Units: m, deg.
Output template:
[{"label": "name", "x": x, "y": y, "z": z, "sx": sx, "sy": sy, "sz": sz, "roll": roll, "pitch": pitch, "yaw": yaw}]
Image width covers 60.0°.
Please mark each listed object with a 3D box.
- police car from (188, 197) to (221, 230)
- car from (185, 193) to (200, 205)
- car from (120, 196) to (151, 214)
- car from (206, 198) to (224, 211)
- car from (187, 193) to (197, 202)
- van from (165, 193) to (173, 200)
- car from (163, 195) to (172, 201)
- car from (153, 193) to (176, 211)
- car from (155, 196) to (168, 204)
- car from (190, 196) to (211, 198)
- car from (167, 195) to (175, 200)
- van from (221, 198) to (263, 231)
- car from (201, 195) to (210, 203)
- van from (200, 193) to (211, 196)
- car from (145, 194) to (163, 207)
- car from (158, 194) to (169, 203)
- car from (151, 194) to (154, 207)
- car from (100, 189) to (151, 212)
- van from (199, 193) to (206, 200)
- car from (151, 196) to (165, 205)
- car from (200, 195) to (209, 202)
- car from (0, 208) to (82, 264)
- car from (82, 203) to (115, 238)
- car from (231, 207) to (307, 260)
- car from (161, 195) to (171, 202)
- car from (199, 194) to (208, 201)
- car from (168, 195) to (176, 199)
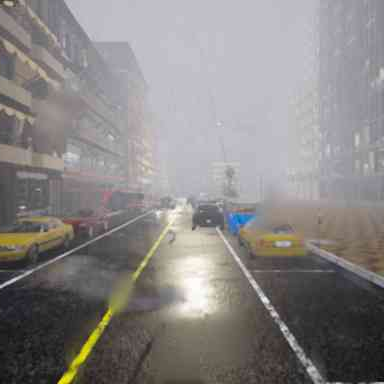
[{"label": "police car", "x": 0.905, "y": 1.370, "z": 20.578, "sx": 1.930, "sy": 1.638, "sz": 5.238, "roll": 0, "pitch": 0, "yaw": 0}, {"label": "car", "x": 0.014, "y": 1.383, "z": 54.856, "sx": 1.837, "sy": 1.490, "sz": 4.892, "roll": 0, "pitch": 0, "yaw": 0}, {"label": "car", "x": -5.687, "y": 1.461, "z": 34.052, "sx": 1.887, "sy": 1.381, "sz": 4.507, "roll": 0, "pitch": 0, "yaw": 0}, {"label": "car", "x": 2.694, "y": 1.430, "z": 39.746, "sx": 1.752, "sy": 1.417, "sz": 4.829, "roll": 0, "pitch": 0, "yaw": 0}, {"label": "car", "x": 0.019, "y": 1.085, "z": 70.482, "sx": 2.097, "sy": 1.767, "sz": 4.553, "roll": 0, "pitch": 0, "yaw": 0}, {"label": "van", "x": -5.677, "y": 1.184, "z": 83.792, "sx": 1.690, "sy": 1.788, "sz": 3.998, "roll": 0, "pitch": 0, "yaw": 0}, {"label": "car", "x": -5.677, "y": 1.392, "z": 78.265, "sx": 1.887, "sy": 1.381, "sz": 4.507, "roll": 0, "pitch": 0, "yaw": 0}, {"label": "car", "x": -3.078, "y": 1.255, "z": 39.933, "sx": 2.097, "sy": 1.767, "sz": 4.553, "roll": 0, "pitch": 0, "yaw": 0}, {"label": "car", "x": -5.680, "y": 1.418, "z": 61.686, "sx": 2.008, "sy": 1.369, "sz": 4.403, "roll": 0, "pitch": 0, "yaw": 0}, {"label": "car", "x": 0.907, "y": 1.429, "z": 30.468, "sx": 1.837, "sy": 1.490, "sz": 4.892, "roll": 0, "pitch": 0, "yaw": 0}, {"label": "car", "x": -5.675, "y": 1.420, "z": 89.318, "sx": 1.802, "sy": 1.307, "sz": 4.206, "roll": 0, "pitch": 0, "yaw": 0}, {"label": "van", "x": 2.688, "y": 1.293, "z": 17.469, "sx": 1.690, "sy": 1.788, "sz": 3.998, "roll": 0, "pitch": 0, "yaw": 0}, {"label": "car", "x": 2.701, "y": 1.385, "z": 67.379, "sx": 1.752, "sy": 1.417, "sz": 4.829, "roll": 0, "pitch": 0, "yaw": 0}, {"label": "van", "x": 2.698, "y": 1.208, "z": 61.683, "sx": 1.690, "sy": 1.788, "sz": 3.998, "roll": 0, "pitch": 0, "yaw": 0}, {"label": "car", "x": -5.685, "y": 1.200, "z": 50.631, "sx": 2.192, "sy": 1.841, "sz": 5.009, "roll": 0, "pitch": 0, "yaw": 0}, {"label": "car", "x": -5.680, "y": 1.300, "z": 67.211, "sx": 1.967, "sy": 1.590, "sz": 4.097, "roll": 0, "pitch": 0, "yaw": 0}, {"label": "car", "x": -5.685, "y": 1.421, "z": 44.936, "sx": 1.752, "sy": 1.417, "sz": 4.829, "roll": 0, "pitch": 0, "yaw": 0}, {"label": "car", "x": -7.381, "y": 0.876, "z": 35.818, "sx": 2.045, "sy": 2.150, "sz": 5.566, "roll": 17, "pitch": 4, "yaw": 29}, {"label": "van", "x": 2.703, "y": 1.183, "z": 83.790, "sx": 1.690, "sy": 1.788, "sz": 3.998, "roll": 0, "pitch": 0, "yaw": 0}, {"label": "car", "x": -5.682, "y": 1.427, "z": 56.159, "sx": 2.008, "sy": 1.369, "sz": 4.403, "roll": 0, "pitch": 0, "yaw": 0}, {"label": "car", "x": 2.702, "y": 1.419, "z": 72.736, "sx": 1.947, "sy": 1.339, "sz": 4.313, "roll": 0, "pitch": 0, "yaw": 0}, {"label": "car", "x": -5.692, "y": 1.492, "z": 11.776, "sx": 1.752, "sy": 1.417, "sz": 4.829, "roll": 0, "pitch": 0, "yaw": 0}, {"label": "car", "x": -5.690, "y": 1.497, "z": 17.471, "sx": 1.887, "sy": 1.381, "sz": 4.507, "roll": 0, "pitch": 0, "yaw": 0}, {"label": "car", "x": 2.688, "y": 1.491, "z": 12.113, "sx": 1.752, "sy": 1.417, "sz": 4.829, "roll": 0, "pitch": 0, "yaw": 0}, {"label": "car", "x": -5.678, "y": 1.419, "z": 72.738, "sx": 1.947, "sy": 1.339, "sz": 4.313, "roll": 0, "pitch": 0, "yaw": 0}, {"label": "car", "x": 2.702, "y": 1.287, "z": 78.263, "sx": 1.967, "sy": 1.590, "sz": 4.097, "roll": 0, "pitch": 0, "yaw": 0}, {"label": "car", "x": -5.673, "y": 1.416, "z": 94.844, "sx": 1.802, "sy": 1.307, "sz": 4.206, "roll": 0, "pitch": 0, "yaw": 0}]
